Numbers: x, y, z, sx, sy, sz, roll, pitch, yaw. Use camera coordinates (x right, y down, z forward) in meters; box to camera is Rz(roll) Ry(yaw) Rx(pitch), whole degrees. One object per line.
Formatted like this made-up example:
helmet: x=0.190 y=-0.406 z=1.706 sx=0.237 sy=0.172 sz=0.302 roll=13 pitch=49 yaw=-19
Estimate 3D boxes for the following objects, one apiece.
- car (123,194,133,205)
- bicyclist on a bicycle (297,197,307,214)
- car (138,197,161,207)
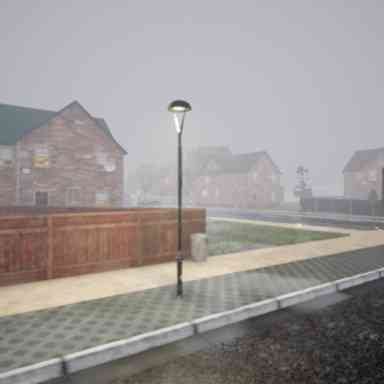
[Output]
car: x=-12.409 y=1.286 z=58.596 sx=2.150 sy=2.045 sz=5.566 roll=1 pitch=-1 yaw=-36
bicyclist on a bicycle: x=10.597 y=1.347 z=31.960 sx=1.656 sy=1.620 sz=0.582 roll=0 pitch=0 yaw=-36
car: x=-6.499 y=1.523 z=50.524 sx=2.128 sy=1.511 sz=4.902 roll=1 pitch=-1 yaw=-36
